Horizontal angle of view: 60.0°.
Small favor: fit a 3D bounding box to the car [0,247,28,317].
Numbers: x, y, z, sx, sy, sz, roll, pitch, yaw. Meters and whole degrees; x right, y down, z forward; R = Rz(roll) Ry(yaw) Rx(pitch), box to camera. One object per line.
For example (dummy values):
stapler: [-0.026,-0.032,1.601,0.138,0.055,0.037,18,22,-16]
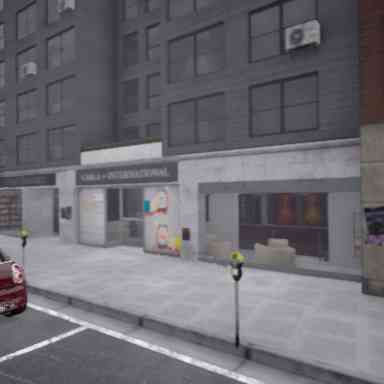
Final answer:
car: [-5.038,1.539,6.437,4.097,1.590,1.967,-1,-1,35]
